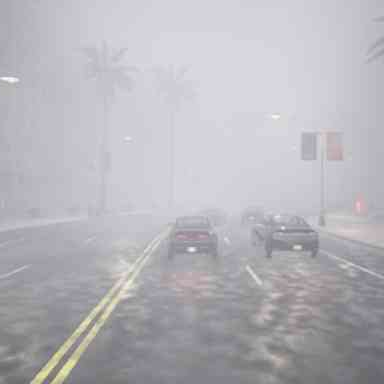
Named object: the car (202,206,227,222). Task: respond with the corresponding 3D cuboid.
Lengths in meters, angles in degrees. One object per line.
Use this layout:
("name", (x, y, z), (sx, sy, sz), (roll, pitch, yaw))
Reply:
("car", (1.655, 1.888, 27.849), (1.994, 1.385, 4.181), (0, -1, 16))

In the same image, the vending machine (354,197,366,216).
("vending machine", (19.495, 1.643, 38.600), (1.100, 2.100, 0.880), (-1, -1, 43))

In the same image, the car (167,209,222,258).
("car", (0.060, 1.664, 13.453), (1.837, 1.490, 4.892), (0, 0, 1))

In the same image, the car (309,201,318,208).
("car", (23.998, 2.238, 61.595), (4.674, 1.442, 1.812), (0, -1, -18))

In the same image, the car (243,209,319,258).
("car", (3.559, 1.650, 13.459), (2.128, 1.511, 4.902), (0, -1, 1))

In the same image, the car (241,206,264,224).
("car", (5.203, 1.845, 27.503), (1.812, 1.442, 4.674), (0, 0, 17))

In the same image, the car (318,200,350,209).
("car", (25.297, 2.165, 58.289), (4.902, 1.511, 2.128), (0, -1, -17))
